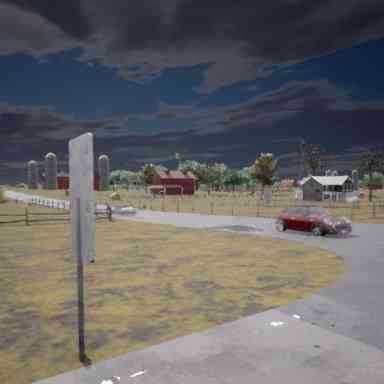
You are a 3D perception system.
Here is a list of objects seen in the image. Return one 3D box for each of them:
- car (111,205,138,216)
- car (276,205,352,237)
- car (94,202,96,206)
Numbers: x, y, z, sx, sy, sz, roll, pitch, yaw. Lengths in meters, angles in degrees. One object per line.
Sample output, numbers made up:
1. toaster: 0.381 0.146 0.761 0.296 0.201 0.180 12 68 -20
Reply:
1. car: -8.911 2.339 43.449 1.895 1.301 4.718 -1 1 -36
2. car: 7.185 1.603 19.976 2.097 1.767 4.553 -2 0 -27
3. car: -20.903 2.143 66.448 1.895 1.301 4.718 -1 1 -36
